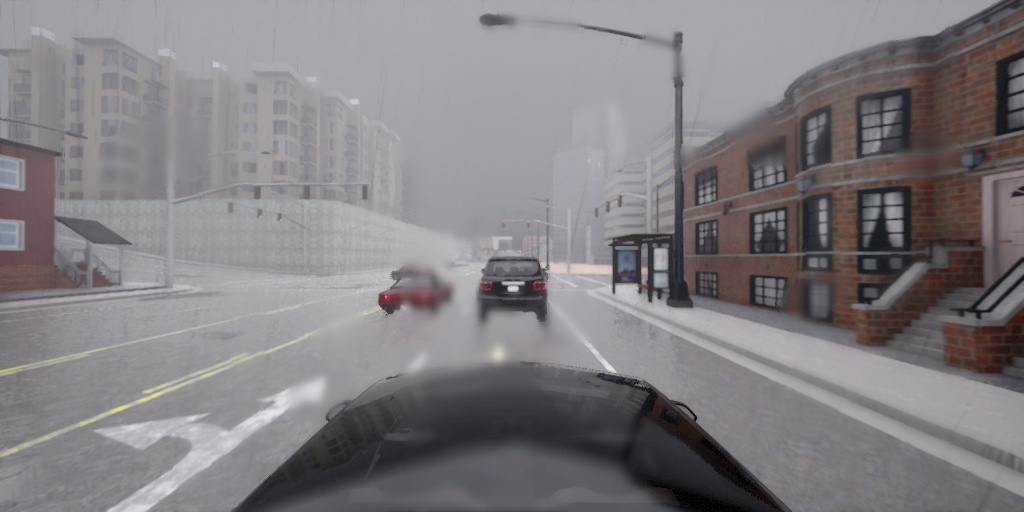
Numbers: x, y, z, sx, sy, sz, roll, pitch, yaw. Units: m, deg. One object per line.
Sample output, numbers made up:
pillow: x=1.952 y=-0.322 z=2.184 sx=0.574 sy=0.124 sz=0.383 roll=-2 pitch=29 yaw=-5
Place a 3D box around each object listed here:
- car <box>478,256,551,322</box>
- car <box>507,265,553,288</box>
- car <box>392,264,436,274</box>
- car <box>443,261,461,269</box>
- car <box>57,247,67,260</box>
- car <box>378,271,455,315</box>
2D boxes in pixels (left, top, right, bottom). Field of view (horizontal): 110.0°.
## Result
car: x=0.049 y=1.028 z=12.758 sx=2.150 sy=2.045 sz=5.566 roll=0 pitch=0 yaw=0
car: x=1.478 y=1.425 z=26.637 sx=2.033 sy=1.411 sz=5.357 roll=0 pitch=0 yaw=19
car: x=-8.431 y=1.425 z=30.801 sx=4.674 sy=1.442 sz=1.812 roll=0 pitch=-1 yaw=37
car: x=-10.649 y=1.623 z=62.271 sx=1.994 sy=1.385 sz=4.181 roll=0 pitch=0 yaw=0
car: x=-40.384 y=-0.725 z=30.222 sx=4.553 sy=1.767 sz=2.097 roll=10 pitch=0 yaw=0
car: x=-3.444 y=1.414 z=13.922 sx=1.895 sy=1.301 sz=4.718 roll=0 pitch=0 yaw=0
